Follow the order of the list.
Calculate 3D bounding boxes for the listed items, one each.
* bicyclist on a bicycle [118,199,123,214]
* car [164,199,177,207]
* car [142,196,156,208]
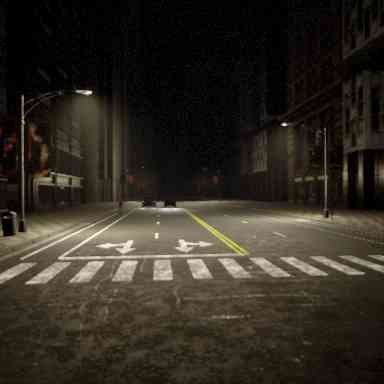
[{"bbox_3d":[-7.283,1.538,34.001,0.582,1.620,1.656,0,-2,-5],"label":"bicyclist on a bicycle"},{"bbox_3d":[-3.415,1.699,51.864,1.895,1.301,4.718,0,0,-5],"label":"car"},{"bbox_3d":[-6.658,1.462,51.625,2.097,1.767,4.553,0,0,-5],"label":"car"}]
